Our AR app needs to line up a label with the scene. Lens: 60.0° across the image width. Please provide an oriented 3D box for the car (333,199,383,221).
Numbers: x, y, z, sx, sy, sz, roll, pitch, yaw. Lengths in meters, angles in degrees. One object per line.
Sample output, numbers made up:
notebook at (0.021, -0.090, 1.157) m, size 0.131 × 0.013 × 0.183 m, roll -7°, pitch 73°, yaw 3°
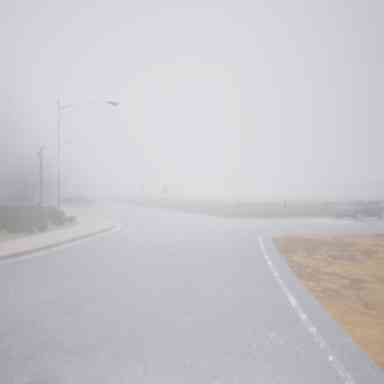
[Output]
car at (13.041, 1.353, 25.708) m, size 4.892 × 1.490 × 1.837 m, roll 0°, pitch 1°, yaw -29°

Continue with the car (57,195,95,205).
car at (-16.961, 1.089, 48.687) m, size 5.357 × 1.411 × 2.033 m, roll 0°, pitch 0°, yaw 11°
